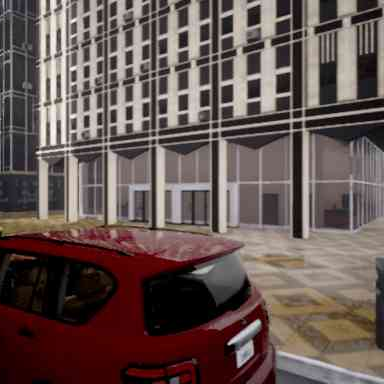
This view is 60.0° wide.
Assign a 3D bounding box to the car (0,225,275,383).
[{"bbox_3d":[-1.534,1.348,3.957,5.009,1.841,2.192,-1,0,35],"label":"car"}]
